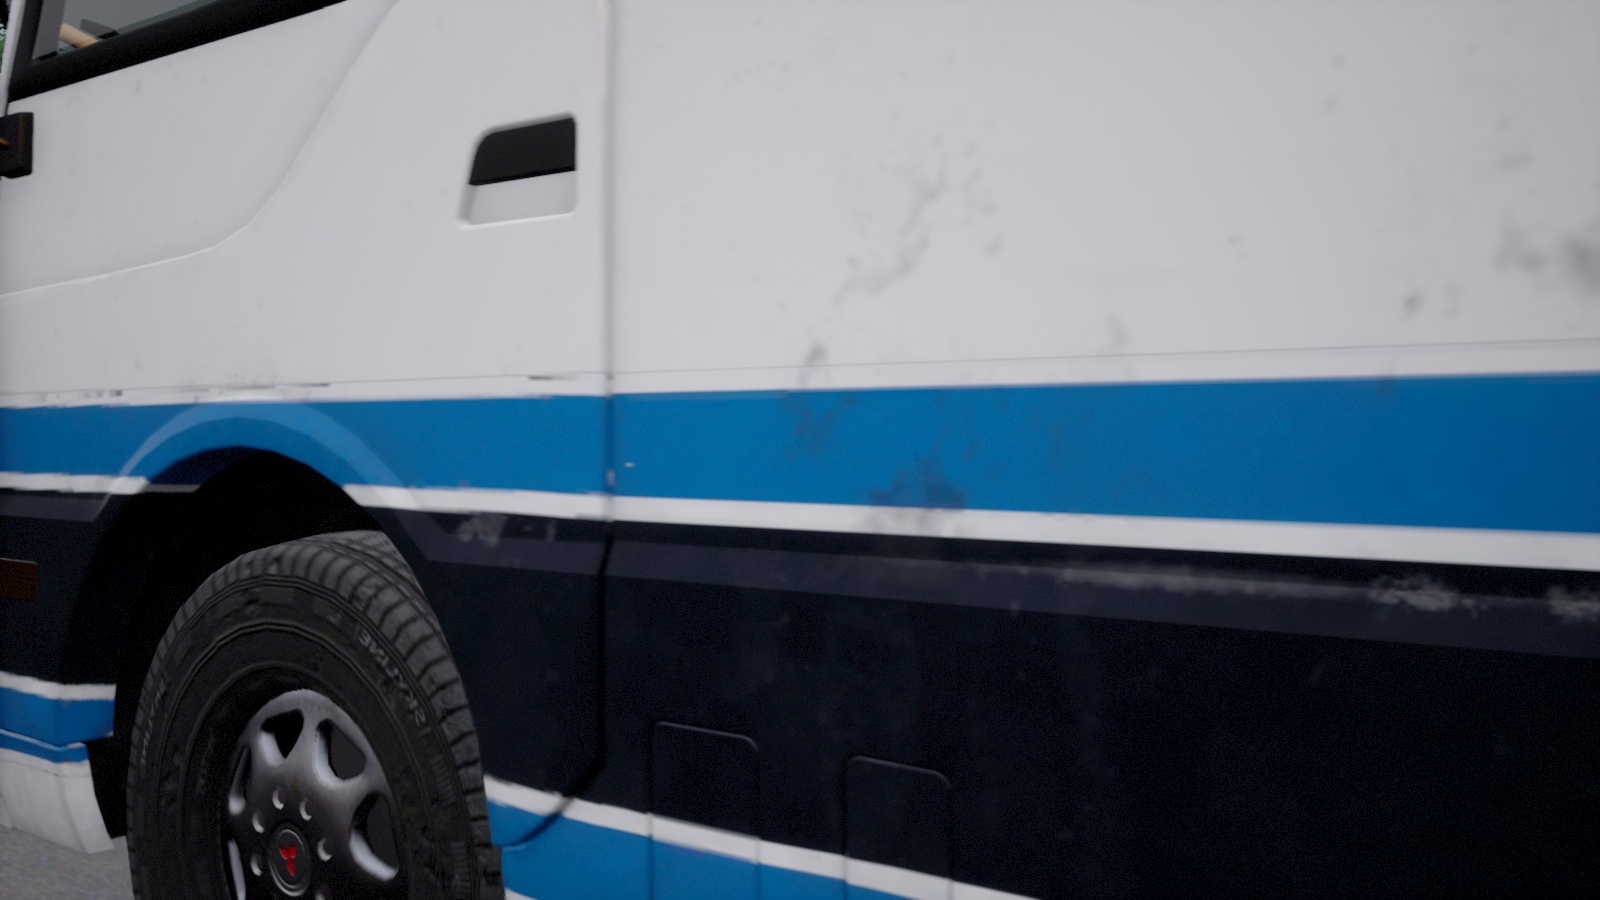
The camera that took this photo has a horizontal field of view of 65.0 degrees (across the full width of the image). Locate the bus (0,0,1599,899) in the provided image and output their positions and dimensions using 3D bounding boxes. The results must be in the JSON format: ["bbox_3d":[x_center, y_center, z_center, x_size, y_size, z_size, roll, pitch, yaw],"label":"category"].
[{"bbox_3d":[2.348,-0.695,2.038,10.273,4.253,3.944,-1,1,34],"label":"bus"}]
